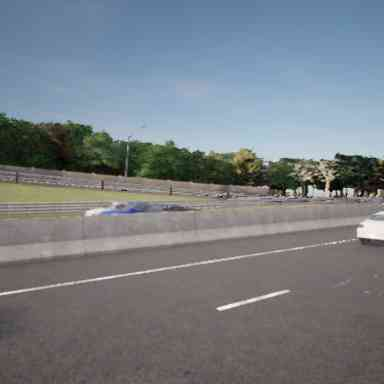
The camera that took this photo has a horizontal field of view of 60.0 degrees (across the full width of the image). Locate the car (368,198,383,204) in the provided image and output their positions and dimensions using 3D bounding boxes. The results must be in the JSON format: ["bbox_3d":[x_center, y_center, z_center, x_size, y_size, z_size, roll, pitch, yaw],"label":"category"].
[{"bbox_3d":[28.662,1.552,50.158,5.357,1.411,2.033,0,0,-35],"label":"car"}]

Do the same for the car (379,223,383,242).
[{"bbox_3d":[7.557,1.555,9.135,5.357,1.411,2.033,0,0,-35],"label":"car"}]

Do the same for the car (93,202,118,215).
[{"bbox_3d":[-3.806,1.485,22.771,5.008,1.535,1.882,0,0,-35],"label":"car"}]

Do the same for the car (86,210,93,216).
[{"bbox_3d":[-5.797,1.533,25.649,4.674,1.442,1.812,0,0,-35],"label":"car"}]

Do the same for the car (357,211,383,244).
[{"bbox_3d":[8.992,1.535,14.455,4.674,1.442,1.812,0,0,-35],"label":"car"}]

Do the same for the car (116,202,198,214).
[{"bbox_3d":[-1.743,1.512,19.943,4.892,1.490,1.837,0,0,-35],"label":"car"}]
